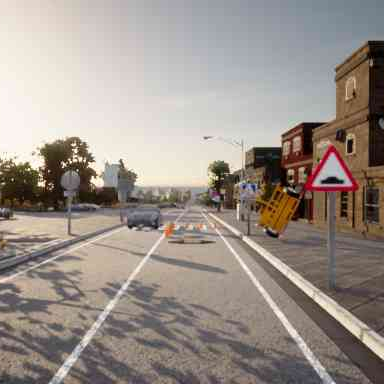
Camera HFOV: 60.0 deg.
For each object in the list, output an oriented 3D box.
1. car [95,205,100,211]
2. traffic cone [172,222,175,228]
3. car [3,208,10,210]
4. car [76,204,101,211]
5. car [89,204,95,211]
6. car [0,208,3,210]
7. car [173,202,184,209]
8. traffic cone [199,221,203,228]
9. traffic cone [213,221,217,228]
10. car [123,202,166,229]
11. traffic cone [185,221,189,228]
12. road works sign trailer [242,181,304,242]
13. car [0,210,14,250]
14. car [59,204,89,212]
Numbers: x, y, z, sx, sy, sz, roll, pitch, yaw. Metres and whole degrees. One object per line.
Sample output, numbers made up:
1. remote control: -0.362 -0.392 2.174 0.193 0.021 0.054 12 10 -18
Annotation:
1. car: -21.777 3.132 66.974 5.008 1.535 2.097 0 -2 0
2. traffic cone: -1.360 2.198 19.807 0.340 0.580 0.340 0 -1 0
3. car: -21.939 2.046 36.108 4.553 1.767 2.185 0 -2 0
4. car: -21.756 3.270 70.120 4.674 1.452 2.002 0 -2 0
5. car: -21.781 3.031 63.702 4.892 1.521 2.231 0 -2 0
6. car: -21.880 2.115 32.934 4.674 1.452 2.002 0 -2 0
7. car: -2.995 3.791 86.970 2.128 1.511 4.902 0 -2 0
8. traffic cone: 0.645 2.305 23.804 0.340 0.580 0.340 0 -2 0
9. traffic cone: 1.644 2.305 23.803 0.340 0.580 0.340 0 -2 0
10. car: -3.318 1.710 24.115 2.097 1.767 4.553 0 -2 0
11. traffic cone: -0.354 2.305 23.806 0.340 0.580 0.340 0 -2 0
12. road works sign trailer: 4.244 0.581 16.464 2.880 2.380 3.560 33 17 31
13. car: -9.365 1.558 11.553 5.366 1.575 1.946 0 -1 0
14. car: -21.798 2.968 60.426 4.674 1.452 2.002 0 -2 0
